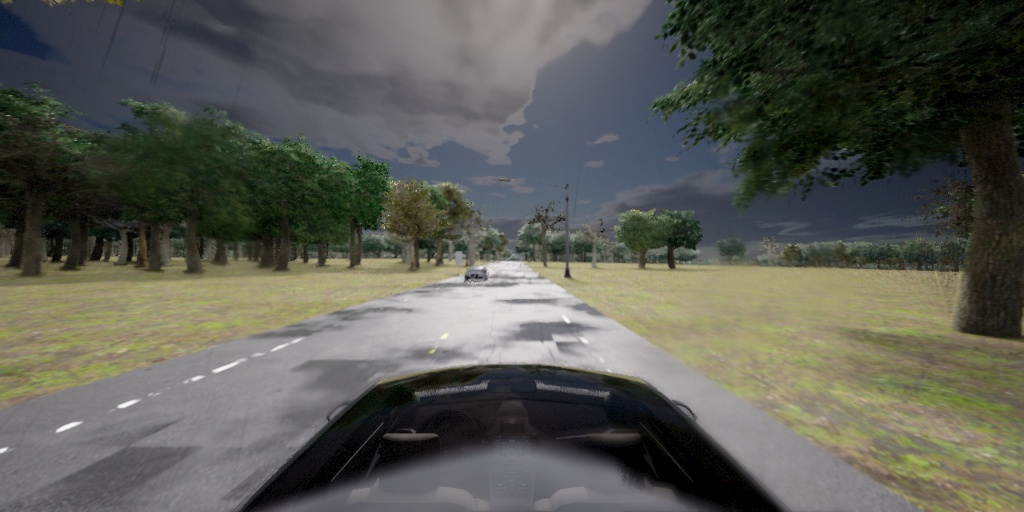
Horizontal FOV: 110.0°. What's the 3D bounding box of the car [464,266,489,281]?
[{"bbox_3d":[-3.306,1.620,33.999,1.994,1.385,4.181,0,-1,1],"label":"car"}]
